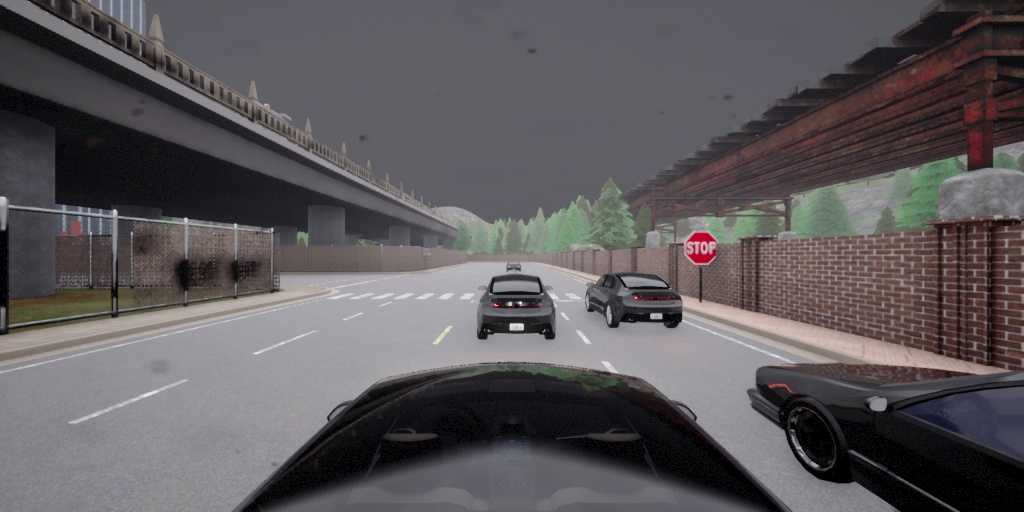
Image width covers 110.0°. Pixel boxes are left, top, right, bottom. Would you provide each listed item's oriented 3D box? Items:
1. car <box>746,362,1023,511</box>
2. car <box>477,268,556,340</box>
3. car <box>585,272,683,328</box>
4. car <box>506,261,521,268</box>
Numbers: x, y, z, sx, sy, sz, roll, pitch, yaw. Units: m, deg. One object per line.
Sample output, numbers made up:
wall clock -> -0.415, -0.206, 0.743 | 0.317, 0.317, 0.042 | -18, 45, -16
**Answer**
car -> 3.600, 1.297, 1.609 | 2.033, 1.411, 5.357 | 0, 0, 0
car -> 0.103, 1.255, 9.998 | 1.837, 1.490, 4.892 | 0, 0, 0
car -> 3.606, 1.255, 11.355 | 1.837, 1.490, 4.892 | 0, 0, 0
car -> 0.209, 1.350, 46.282 | 1.895, 1.301, 4.718 | 0, 0, -1
